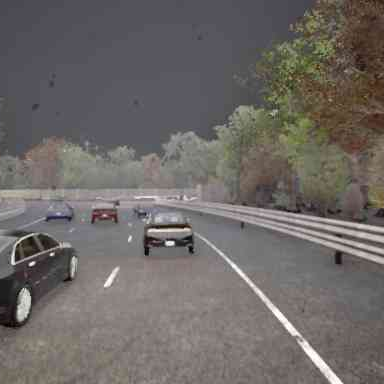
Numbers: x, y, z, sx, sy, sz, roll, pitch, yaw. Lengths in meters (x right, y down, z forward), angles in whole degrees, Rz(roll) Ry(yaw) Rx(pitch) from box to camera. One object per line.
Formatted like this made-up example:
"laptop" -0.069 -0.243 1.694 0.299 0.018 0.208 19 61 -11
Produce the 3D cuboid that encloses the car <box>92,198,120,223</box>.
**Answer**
"car" -6.821 1.530 26.170 1.882 1.535 5.008 0 0 -14

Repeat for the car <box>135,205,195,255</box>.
"car" -1.016 1.505 13.526 2.128 1.511 4.902 0 0 -7

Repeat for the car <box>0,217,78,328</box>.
"car" -3.821 1.531 6.931 1.837 1.490 4.892 0 0 -4

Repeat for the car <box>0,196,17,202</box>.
"car" -45.729 1.774 81.692 4.892 1.490 1.837 0 0 37

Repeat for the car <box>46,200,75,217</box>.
"car" -10.800 1.640 27.516 1.994 1.385 4.181 0 0 -16

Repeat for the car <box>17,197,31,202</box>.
"car" -43.527 1.853 84.411 4.718 1.301 1.895 0 0 37

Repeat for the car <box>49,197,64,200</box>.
"car" -32.213 1.820 78.682 1.895 1.301 4.718 0 0 -45

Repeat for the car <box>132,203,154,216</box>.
"car" -4.336 1.641 30.493 1.895 1.301 4.718 0 0 -16
